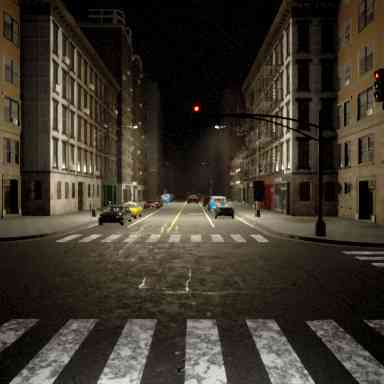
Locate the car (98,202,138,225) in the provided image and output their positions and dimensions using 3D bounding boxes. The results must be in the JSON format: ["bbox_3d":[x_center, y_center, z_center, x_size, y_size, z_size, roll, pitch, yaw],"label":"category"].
[{"bbox_3d":[-5.357,1.549,23.557,2.008,1.369,4.403,0,0,0],"label":"car"}]

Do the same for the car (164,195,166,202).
[{"bbox_3d":[-5.344,1.521,50.418,1.752,1.417,4.829,0,0,0],"label":"car"}]

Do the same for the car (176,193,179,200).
[{"bbox_3d":[-5.325,1.545,88.432,2.008,1.369,4.403,0,0,0],"label":"car"}]

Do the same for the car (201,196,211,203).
[{"bbox_3d":[2.743,1.521,66.966,1.752,1.417,4.829,0,0,0],"label":"car"}]

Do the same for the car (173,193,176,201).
[{"bbox_3d":[-5.333,1.310,72.213,2.192,1.841,5.009,0,0,0],"label":"car"}]

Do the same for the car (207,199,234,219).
[{"bbox_3d":[2.680,1.548,28.953,2.008,1.369,4.403,0,0,0],"label":"car"}]

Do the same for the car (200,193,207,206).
[{"bbox_3d":[2.716,1.311,50.578,2.192,1.841,5.009,0,0,0],"label":"car"}]

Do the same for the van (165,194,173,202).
[{"bbox_3d":[-5.331,1.336,77.620,1.690,1.788,3.998,0,0,0],"label":"van"}]

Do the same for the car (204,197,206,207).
[{"bbox_3d":[2.698,1.578,39.766,1.802,1.307,4.206,0,0,0],"label":"car"}]

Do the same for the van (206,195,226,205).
[{"bbox_3d":[2.689,1.338,34.359,1.690,1.788,3.998,0,0,0],"label":"van"}]

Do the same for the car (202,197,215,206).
[{"bbox_3d":[2.725,1.562,55.984,1.947,1.339,4.313,0,0,0],"label":"car"}]

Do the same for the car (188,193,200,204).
[{"bbox_3d":[0.190,1.348,65.956,2.097,1.767,4.553,0,0,0],"label":"car"}]

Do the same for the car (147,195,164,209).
[{"bbox_3d":[-5.347,1.436,45.182,1.967,1.590,4.097,0,0,0],"label":"car"}]

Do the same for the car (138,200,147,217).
[{"bbox_3d":[-5.355,1.523,28.794,1.752,1.417,4.829,0,0,0],"label":"car"}]

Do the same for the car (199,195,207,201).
[{"bbox_3d":[2.770,1.539,83.016,1.887,1.381,4.507,0,0,0],"label":"car"}]

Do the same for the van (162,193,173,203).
[{"bbox_3d":[-5.336,1.337,66.807,1.690,1.788,3.998,0,0,0],"label":"van"}]

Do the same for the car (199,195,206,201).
[{"bbox_3d":[2.779,1.560,88.422,1.947,1.339,4.313,0,0,0],"label":"car"}]
